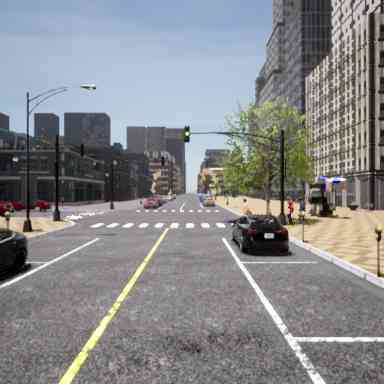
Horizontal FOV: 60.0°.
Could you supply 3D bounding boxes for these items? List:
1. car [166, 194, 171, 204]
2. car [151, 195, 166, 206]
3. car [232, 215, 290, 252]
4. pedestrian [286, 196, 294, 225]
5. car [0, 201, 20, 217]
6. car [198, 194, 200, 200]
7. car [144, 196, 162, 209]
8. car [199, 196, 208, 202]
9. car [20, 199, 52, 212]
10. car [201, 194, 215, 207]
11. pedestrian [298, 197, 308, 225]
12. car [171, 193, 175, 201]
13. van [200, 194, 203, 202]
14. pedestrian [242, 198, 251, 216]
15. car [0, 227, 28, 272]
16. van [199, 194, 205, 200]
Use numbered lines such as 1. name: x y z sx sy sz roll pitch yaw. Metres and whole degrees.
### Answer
1. car: -5.666 1.553 62.822 2.008 1.369 4.403 0 0 0
2. car: -5.669 1.317 51.719 2.192 1.841 5.009 0 0 0
3. car: 2.698 1.566 13.690 1.947 1.339 4.313 0 0 0
4. pedestrian: 6.104 1.142 20.660 0.375 1.860 0.375 0 0 0
5. car: -17.139 1.100 26.800 5.009 1.841 2.192 1 -1 -1
6. car: 2.716 1.554 68.372 2.008 1.369 4.403 0 0 0
7. car: -5.672 1.583 46.168 1.802 1.307 4.206 0 0 0
8. car: 2.720 1.570 79.474 1.947 1.339 4.313 0 0 0
9. car: -17.257 1.371 35.175 4.507 1.381 1.887 1 -1 -1
10. car: 2.711 1.527 51.889 1.752 1.417 4.829 0 0 0
11. pedestrian: 7.013 1.148 21.260 0.375 1.860 0.375 0 0 0
12. car: -5.661 1.529 79.304 1.752 1.417 4.829 0 0 0
13. van: 2.714 1.343 57.270 1.690 1.788 3.998 0 0 0
14. pedestrian: 3.572 1.294 21.860 0.375 1.860 0.375 0 0 0
15. car: -5.684 1.566 8.153 1.947 1.339 4.313 0 0 0
16. van: 2.725 1.346 90.576 1.690 1.788 3.998 0 0 0
